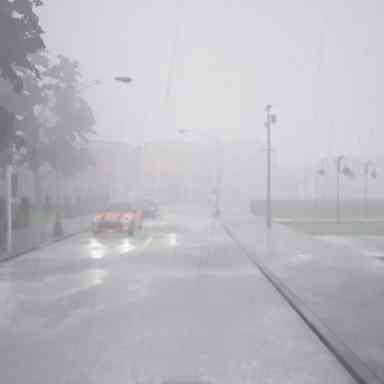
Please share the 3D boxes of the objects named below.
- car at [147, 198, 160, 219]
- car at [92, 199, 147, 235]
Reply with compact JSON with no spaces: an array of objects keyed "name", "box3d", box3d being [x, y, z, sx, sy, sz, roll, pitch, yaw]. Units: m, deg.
[{"name":"car","box3d":[-4.071,1.377,29.114,2.097,1.767,4.553,0,0,0]},{"name":"car","box3d":[-4.094,1.369,18.862,2.097,1.767,4.553,0,0,0]}]
